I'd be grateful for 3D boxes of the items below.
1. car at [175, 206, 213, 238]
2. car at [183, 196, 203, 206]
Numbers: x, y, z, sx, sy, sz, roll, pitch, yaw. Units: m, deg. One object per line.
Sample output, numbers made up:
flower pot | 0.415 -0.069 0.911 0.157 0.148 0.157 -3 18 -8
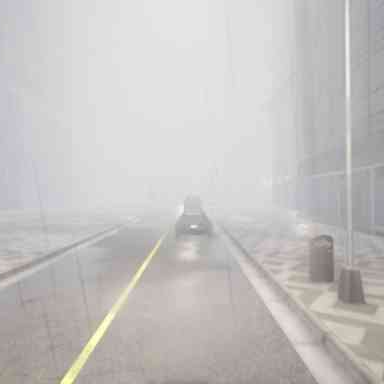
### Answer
car | 0.103 1.681 18.416 1.994 1.385 4.181 0 0 0
car | 0.108 1.466 39.824 2.150 2.045 5.566 0 0 0
